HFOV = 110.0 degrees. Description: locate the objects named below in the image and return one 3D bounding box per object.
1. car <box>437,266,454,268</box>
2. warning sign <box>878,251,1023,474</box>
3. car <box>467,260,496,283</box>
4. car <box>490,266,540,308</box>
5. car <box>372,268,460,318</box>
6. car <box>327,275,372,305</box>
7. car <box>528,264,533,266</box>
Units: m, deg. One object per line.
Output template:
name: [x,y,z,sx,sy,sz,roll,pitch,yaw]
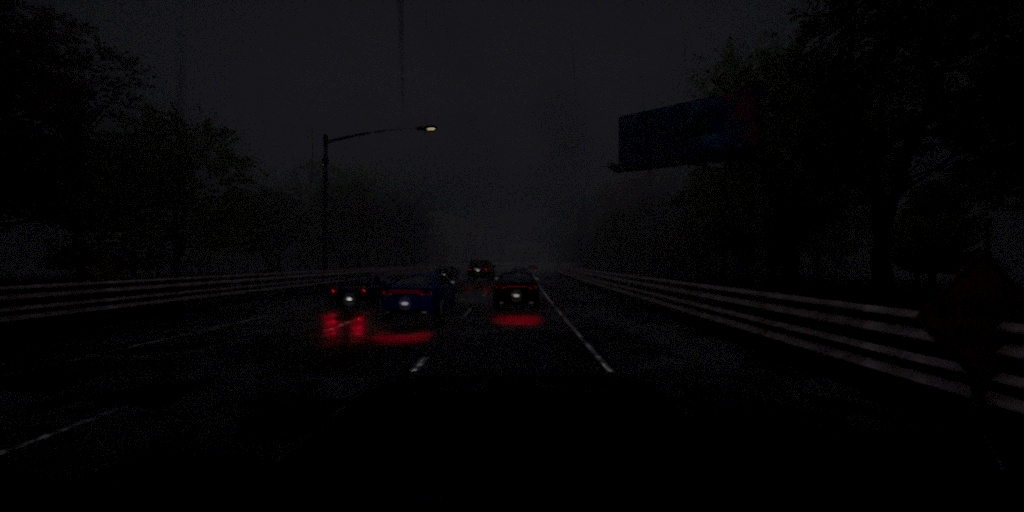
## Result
car: [-6.265,1.669,34.653,1.837,1.490,4.892,0,-1,2]
warning sign: [4.550,0.886,3.497,1.300,1.860,1.060,0,0,0]
car: [-2.811,1.371,33.496,2.150,2.045,5.566,0,-1,2]
car: [0.219,1.406,16.235,1.882,1.535,5.008,0,-1,1]
car: [-3.321,1.376,13.742,1.882,1.535,5.008,0,-1,1]
car: [-6.765,1.543,17.234,1.895,1.301,4.718,0,-1,1]
car: [0.760,1.734,35.084,1.994,1.385,4.181,0,-1,2]
